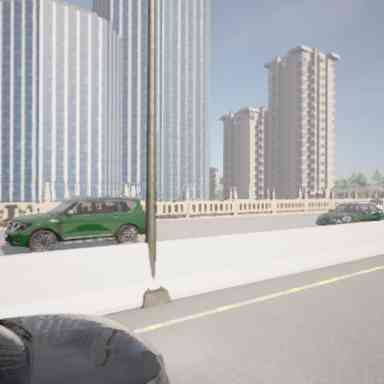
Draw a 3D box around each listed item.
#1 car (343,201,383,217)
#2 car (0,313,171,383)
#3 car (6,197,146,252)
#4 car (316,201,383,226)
[{"bbox_3d":[17.432,1.670,33.579,4.674,1.442,1.812,0,0,-35],"label":"car"},{"bbox_3d":[-2.406,1.500,2.016,4.892,1.490,1.837,0,0,-36],"label":"car"},{"bbox_3d":[-4.474,1.237,13.696,5.566,2.045,2.150,0,0,-35],"label":"car"},{"bbox_3d":[9.156,1.431,19.102,4.553,1.767,2.097,0,0,-35],"label":"car"}]
